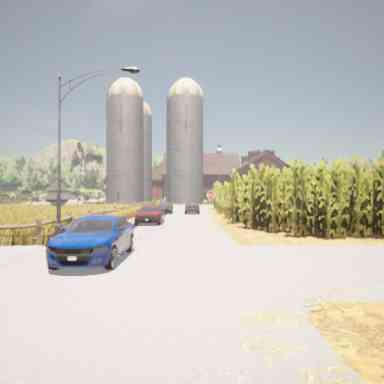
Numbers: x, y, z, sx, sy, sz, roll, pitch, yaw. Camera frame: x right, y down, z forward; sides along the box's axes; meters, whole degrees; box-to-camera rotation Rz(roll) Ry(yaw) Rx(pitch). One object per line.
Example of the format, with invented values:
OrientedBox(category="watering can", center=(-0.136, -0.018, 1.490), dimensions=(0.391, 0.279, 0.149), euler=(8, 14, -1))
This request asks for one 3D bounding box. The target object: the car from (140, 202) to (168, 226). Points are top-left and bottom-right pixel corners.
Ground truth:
OrientedBox(category="car", center=(-3.237, 1.749, 26.243), dimensions=(1.882, 1.535, 5.008), euler=(0, -1, 0))

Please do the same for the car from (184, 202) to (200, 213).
OrientedBox(category="car", center=(0.034, 1.934, 42.129), dimensions=(2.033, 1.411, 5.357), euler=(0, 0, 0))

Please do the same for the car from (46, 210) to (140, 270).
OrientedBox(category="car", center=(-3.216, 1.543, 11.410), dimensions=(1.882, 1.535, 5.008), euler=(0, -1, 0))

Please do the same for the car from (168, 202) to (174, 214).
OrientedBox(category="car", center=(-3.233, 1.927, 40.533), dimensions=(2.033, 1.411, 5.357), euler=(0, 0, 0))
